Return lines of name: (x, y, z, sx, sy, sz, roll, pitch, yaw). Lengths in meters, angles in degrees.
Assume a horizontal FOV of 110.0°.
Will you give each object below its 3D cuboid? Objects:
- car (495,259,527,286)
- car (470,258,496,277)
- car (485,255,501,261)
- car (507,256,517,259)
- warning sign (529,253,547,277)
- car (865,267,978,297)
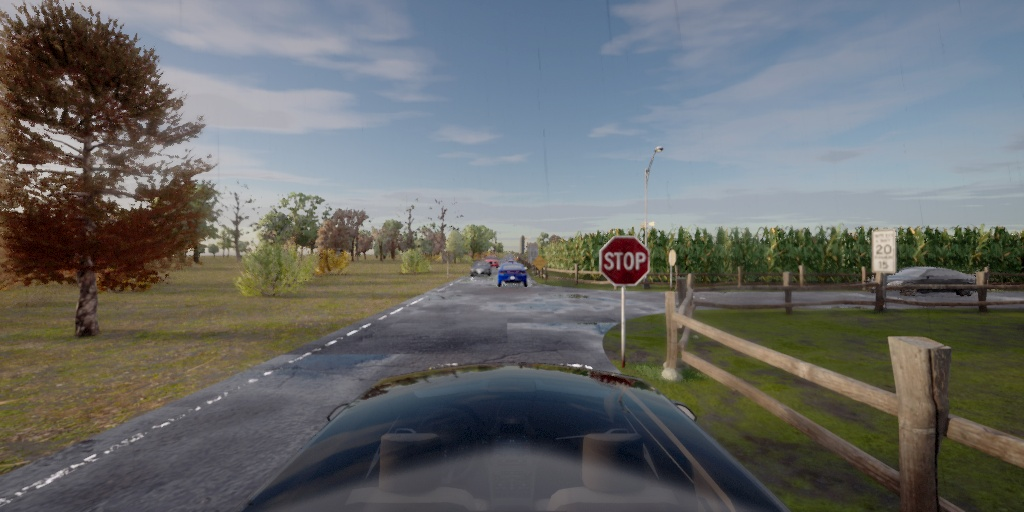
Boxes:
car: (0.025, 1.216, 25.043, 1.882, 1.535, 5.008, 0, 0, 0)
car: (-2.955, 1.223, 34.987, 2.128, 1.511, 4.902, 0, 0, 0)
car: (-3.001, 0.929, 51.642, 2.150, 2.045, 5.566, 0, 0, 0)
car: (-0.196, 1.210, 62.587, 1.812, 1.442, 4.674, 0, 0, 0)
warning sign: (2.357, 0.850, 30.568, 1.300, 1.860, 1.060, 0, 0, 0)
car: (21.001, 1.300, 18.455, 4.674, 1.442, 1.812, 0, 0, -1)
